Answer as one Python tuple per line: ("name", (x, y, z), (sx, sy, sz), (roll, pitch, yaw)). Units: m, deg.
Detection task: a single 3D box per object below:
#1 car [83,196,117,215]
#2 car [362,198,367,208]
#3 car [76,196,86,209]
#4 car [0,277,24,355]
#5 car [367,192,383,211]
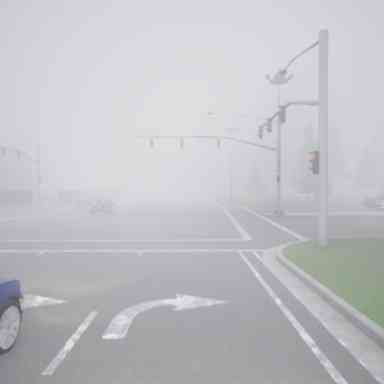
("car", (-8.068, 1.294, 30.414), (2.033, 1.411, 5.357), (0, 1, -6))
("car", (21.613, 0.922, 36.144), (5.566, 2.045, 2.150), (0, 0, -1))
("car", (-12.250, 1.198, 39.286), (1.812, 1.442, 4.674), (0, 0, -2))
("car", (-3.423, 1.452, 2.958), (1.882, 1.535, 5.008), (0, 0, 0))
("car", (20.226, 1.082, 32.620), (4.553, 1.767, 2.097), (0, 0, -1))
